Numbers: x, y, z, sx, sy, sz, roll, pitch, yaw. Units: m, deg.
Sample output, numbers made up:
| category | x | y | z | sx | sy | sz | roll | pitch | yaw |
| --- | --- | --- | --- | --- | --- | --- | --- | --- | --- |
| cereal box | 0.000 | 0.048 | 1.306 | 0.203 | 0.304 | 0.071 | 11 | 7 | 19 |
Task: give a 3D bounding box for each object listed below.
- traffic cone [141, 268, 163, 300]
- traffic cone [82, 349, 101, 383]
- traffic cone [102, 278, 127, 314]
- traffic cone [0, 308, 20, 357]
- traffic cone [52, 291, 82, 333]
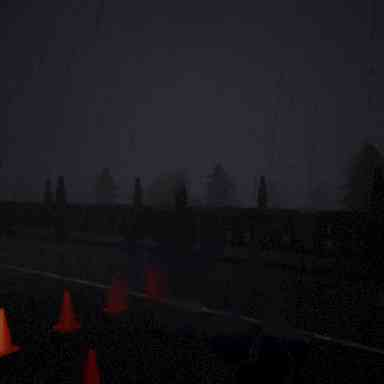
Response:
| category | x | y | z | sx | sy | sz | roll | pitch | yaw |
| --- | --- | --- | --- | --- | --- | --- | --- | --- | --- |
| traffic cone | -0.855 | 1.918 | 7.059 | 0.340 | 0.580 | 0.340 | 0 | 0 | 37 |
| traffic cone | -1.047 | 1.935 | 3.458 | 0.340 | 0.580 | 0.340 | 0 | 0 | 37 |
| traffic cone | -1.453 | 1.920 | 6.258 | 0.340 | 0.580 | 0.340 | 0 | 0 | 37 |
| traffic cone | -2.650 | 1.924 | 4.655 | 0.340 | 0.580 | 0.340 | 0 | 0 | 37 |
| traffic cone | -2.051 | 1.922 | 5.456 | 0.340 | 0.580 | 0.340 | 0 | 0 | 37 |
